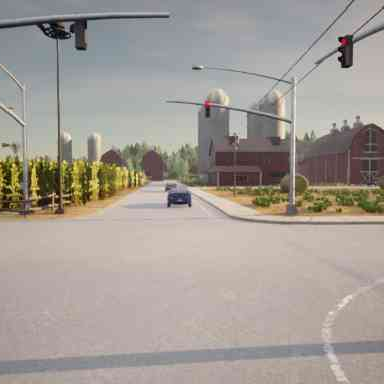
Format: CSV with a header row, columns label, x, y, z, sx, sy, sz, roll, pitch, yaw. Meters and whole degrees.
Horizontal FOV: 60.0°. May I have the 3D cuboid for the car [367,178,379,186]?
label,x,y,z,sx,sy,sz,roll,pitch,yaw
car,42.397,-2.310,77.478,1.905,1.878,3.866,10,10,41

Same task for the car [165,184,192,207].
label,x,y,z,sx,sy,sz,roll,pitch,yaw
car,-1.102,0.354,27.571,1.882,1.535,5.008,0,3,-4

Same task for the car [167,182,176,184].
label,x,y,z,sx,sy,sz,roll,pitch,yaw
car,-3.322,-0.797,52.804,2.128,1.511,4.902,0,3,-5
